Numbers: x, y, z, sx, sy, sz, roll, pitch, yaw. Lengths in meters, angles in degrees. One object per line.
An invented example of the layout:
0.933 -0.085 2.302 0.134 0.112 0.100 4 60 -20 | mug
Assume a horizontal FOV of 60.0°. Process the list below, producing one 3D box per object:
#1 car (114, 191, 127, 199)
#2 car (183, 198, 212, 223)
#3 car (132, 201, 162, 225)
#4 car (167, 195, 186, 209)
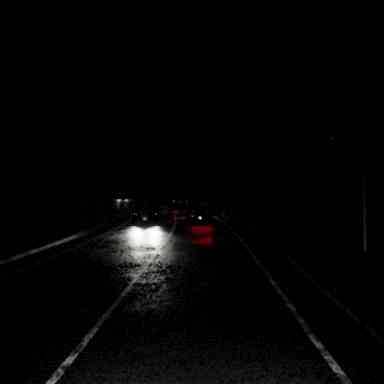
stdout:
-13.885 0.549 64.431 1.812 1.442 4.674 2 2 -26 | car
0.474 1.487 25.168 1.837 1.490 4.892 0 1 -2 | car
-3.189 1.458 24.043 2.128 1.511 4.902 0 0 -3 | car
-1.796 1.173 41.813 2.097 1.767 4.553 1 1 -12 | car
